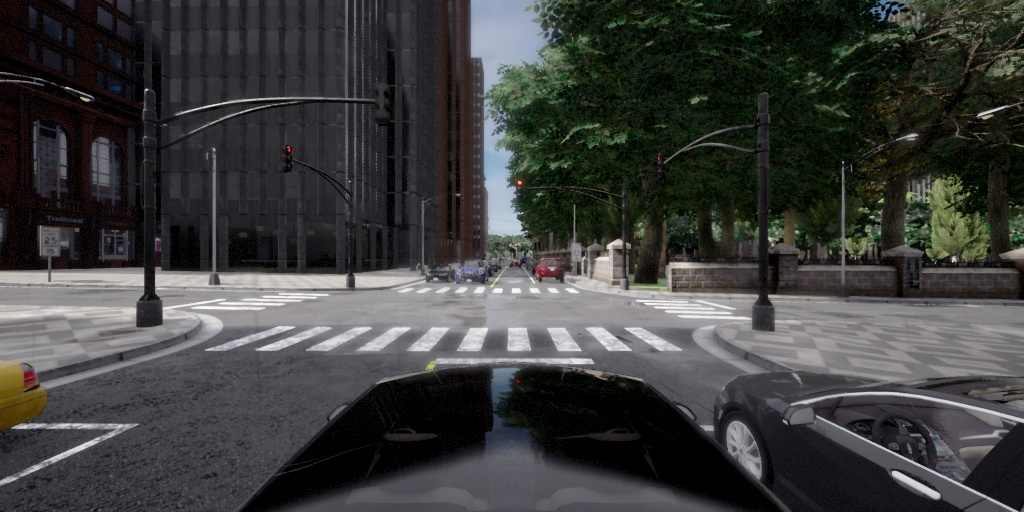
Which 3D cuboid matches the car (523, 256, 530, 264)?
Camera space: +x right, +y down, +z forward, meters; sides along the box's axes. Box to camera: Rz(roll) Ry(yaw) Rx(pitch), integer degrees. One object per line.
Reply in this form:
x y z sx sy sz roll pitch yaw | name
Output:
3.170 1.231 55.661 1.967 1.591 4.097 0 0 0 | car

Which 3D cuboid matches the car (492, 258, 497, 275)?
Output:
-2.842 1.273 35.942 1.837 1.490 4.892 0 0 1 | car

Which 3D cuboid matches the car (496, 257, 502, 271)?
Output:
-2.764 1.270 45.439 2.128 1.511 4.902 0 0 0 | car

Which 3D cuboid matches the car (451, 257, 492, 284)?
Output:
-2.912 1.112 26.839 2.097 1.767 4.553 0 0 0 | car

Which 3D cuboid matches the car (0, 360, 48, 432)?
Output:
-5.766 1.275 1.602 1.751 1.417 4.829 0 0 0 | car

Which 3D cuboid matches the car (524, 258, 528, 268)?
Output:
3.129 1.335 50.205 2.007 1.370 4.403 0 0 0 | car

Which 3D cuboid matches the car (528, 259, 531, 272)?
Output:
3.046 1.338 39.292 1.948 1.339 4.313 0 0 0 | car

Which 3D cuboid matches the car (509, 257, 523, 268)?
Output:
0.536 1.323 61.252 1.812 1.442 4.674 0 0 0 | car

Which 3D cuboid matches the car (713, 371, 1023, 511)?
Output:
2.760 1.300 1.716 2.007 1.370 4.403 0 0 0 | car

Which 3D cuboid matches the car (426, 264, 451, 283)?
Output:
-5.562 1.326 28.436 1.948 1.339 4.313 0 0 0 | car

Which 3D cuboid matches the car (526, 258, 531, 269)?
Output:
3.087 1.329 44.748 2.007 1.370 4.403 0 0 0 | car

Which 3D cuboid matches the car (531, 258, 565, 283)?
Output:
2.963 1.075 28.380 2.192 1.841 5.009 0 0 0 | car

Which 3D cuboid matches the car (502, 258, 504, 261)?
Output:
-2.664 1.355 55.429 1.994 1.385 4.181 0 0 1 | car

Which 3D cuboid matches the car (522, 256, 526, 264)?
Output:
3.211 1.237 61.118 1.967 1.591 4.097 0 0 0 | car
